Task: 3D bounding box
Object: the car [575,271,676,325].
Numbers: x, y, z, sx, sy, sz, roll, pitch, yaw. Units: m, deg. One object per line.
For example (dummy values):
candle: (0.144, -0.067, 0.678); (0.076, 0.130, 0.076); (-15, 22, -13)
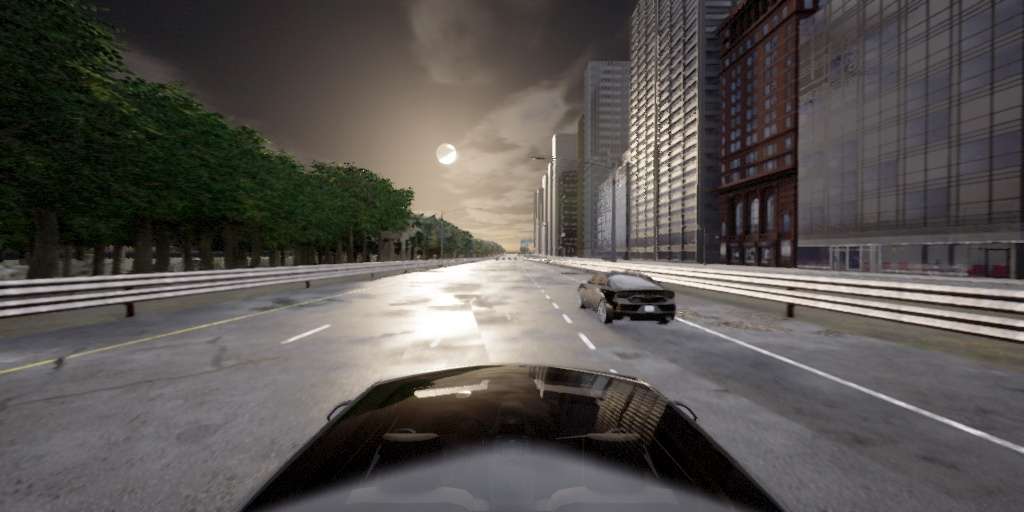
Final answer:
car: (3.483, 1.228, 11.869); (1.882, 1.535, 5.008); (1, 0, -3)
